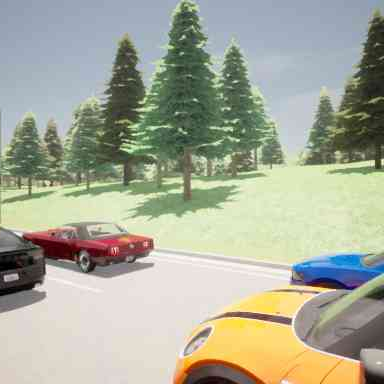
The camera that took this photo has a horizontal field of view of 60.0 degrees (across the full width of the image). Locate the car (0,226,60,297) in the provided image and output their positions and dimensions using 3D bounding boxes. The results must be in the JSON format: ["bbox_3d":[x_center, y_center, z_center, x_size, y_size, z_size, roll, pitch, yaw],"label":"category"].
[{"bbox_3d":[-5.443,1.478,7.782,5.008,1.535,1.882,0,0,36],"label":"car"}]

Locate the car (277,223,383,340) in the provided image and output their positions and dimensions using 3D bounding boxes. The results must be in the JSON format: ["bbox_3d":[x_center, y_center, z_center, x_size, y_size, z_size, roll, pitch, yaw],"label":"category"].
[{"bbox_3d":[4.120,1.478,5.346,5.008,1.535,1.882,0,0,36],"label":"car"}]

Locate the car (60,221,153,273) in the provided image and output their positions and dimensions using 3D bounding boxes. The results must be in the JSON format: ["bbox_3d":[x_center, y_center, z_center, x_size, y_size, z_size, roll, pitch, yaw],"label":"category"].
[{"bbox_3d":[-3.555,1.601,10.736,4.718,1.301,1.895,0,0,36],"label":"car"}]

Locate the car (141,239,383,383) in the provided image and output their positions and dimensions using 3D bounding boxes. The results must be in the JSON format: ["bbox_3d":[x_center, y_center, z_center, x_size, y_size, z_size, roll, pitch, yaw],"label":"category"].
[{"bbox_3d":[2.024,1.352,2.544,4.553,1.767,2.097,0,0,36],"label":"car"}]
